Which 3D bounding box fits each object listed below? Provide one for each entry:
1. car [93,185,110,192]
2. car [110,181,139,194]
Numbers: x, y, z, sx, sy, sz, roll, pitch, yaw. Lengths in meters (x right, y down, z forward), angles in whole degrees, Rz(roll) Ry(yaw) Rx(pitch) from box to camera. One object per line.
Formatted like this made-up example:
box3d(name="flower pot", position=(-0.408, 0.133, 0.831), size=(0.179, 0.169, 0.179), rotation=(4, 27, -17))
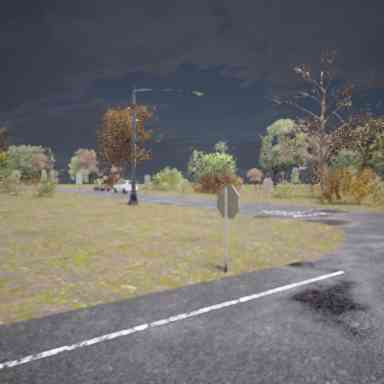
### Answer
box3d(name="car", position=(-16.463, -0.720, 60.752), size=(1.895, 1.301, 4.718), rotation=(-1, 2, -36))
box3d(name="car", position=(-10.377, -0.764, 52.276), size=(2.150, 2.045, 5.566), rotation=(-1, 2, -36))
